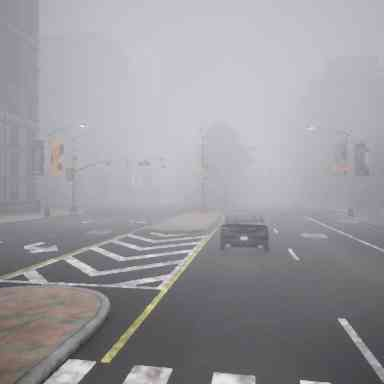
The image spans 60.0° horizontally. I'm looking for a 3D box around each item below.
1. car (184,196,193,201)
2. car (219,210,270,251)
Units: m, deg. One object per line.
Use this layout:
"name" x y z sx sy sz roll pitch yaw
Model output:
"car" -0.923 1.594 85.445 1.895 1.301 4.718 0 0 9
"car" 2.242 1.484 14.184 1.882 1.535 5.008 0 0 9
